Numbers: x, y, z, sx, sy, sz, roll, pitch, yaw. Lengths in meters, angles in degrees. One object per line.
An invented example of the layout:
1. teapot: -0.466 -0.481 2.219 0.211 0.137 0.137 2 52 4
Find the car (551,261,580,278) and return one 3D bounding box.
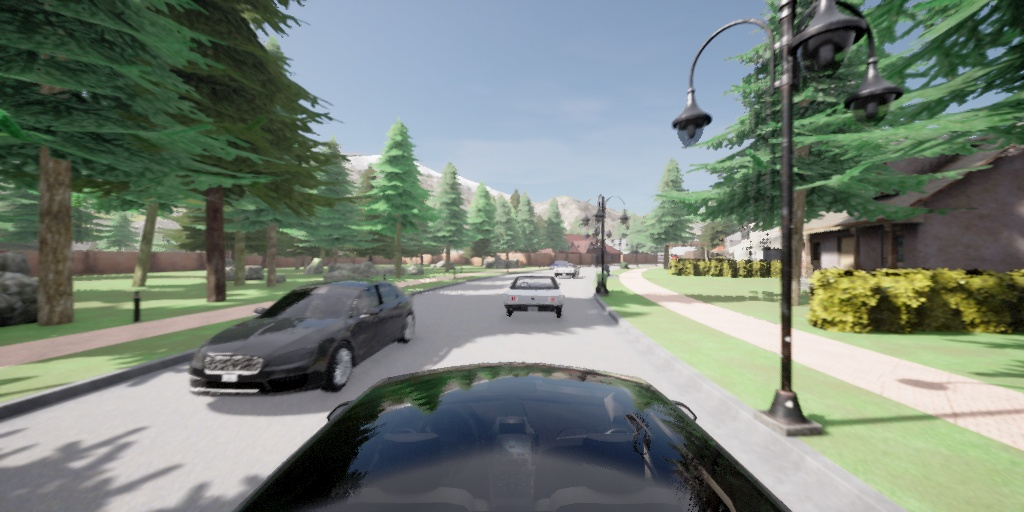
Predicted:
1. car: 5.363 1.374 34.438 1.895 1.301 4.718 0 0 17

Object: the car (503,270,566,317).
1. car: 0.880 1.356 13.258 1.895 1.301 4.718 0 0 6

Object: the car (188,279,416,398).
1. car: -3.322 1.246 6.826 1.837 1.490 4.892 0 0 3

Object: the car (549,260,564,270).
1. car: 6.398 1.305 47.551 1.812 1.442 4.674 0 0 24
